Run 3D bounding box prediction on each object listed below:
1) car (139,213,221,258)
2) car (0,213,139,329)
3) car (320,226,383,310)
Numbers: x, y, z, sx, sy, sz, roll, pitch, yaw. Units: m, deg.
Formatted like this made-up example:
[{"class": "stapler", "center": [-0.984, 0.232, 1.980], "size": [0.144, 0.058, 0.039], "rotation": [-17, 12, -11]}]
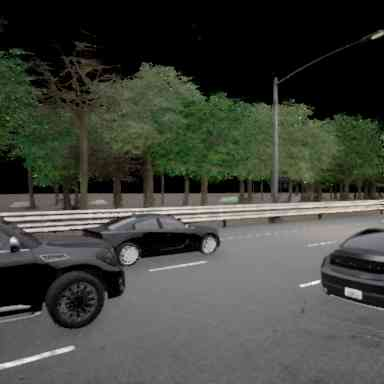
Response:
[{"class": "car", "center": [-1.241, 1.464, 11.453], "size": [5.008, 1.535, 1.882], "rotation": [0, 0, -35]}, {"class": "car", "center": [-3.891, 1.222, 5.268], "size": [5.566, 2.045, 2.150], "rotation": [0, 0, -35]}, {"class": "car", "center": [4.743, 1.486, 7.121], "size": [4.892, 1.490, 1.837], "rotation": [0, 0, -35]}]
